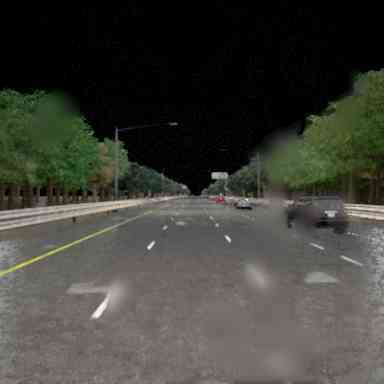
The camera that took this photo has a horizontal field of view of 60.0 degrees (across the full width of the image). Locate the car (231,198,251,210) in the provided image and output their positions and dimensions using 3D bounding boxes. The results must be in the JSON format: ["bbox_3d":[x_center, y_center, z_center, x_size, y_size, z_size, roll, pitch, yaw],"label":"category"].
[{"bbox_3d":[7.106,1.820,47.155,1.994,1.385,4.181,0,0,0],"label":"car"}]

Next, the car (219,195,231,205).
[{"bbox_3d":[7.217,1.902,66.337,2.128,1.511,4.902,0,0,0],"label":"car"}]

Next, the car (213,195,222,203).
[{"bbox_3d":[7.378,1.804,86.405,2.150,2.045,5.566,0,0,1],"label":"car"}]

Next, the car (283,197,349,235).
[{"bbox_3d":[7.013,1.274,19.397,2.150,2.045,5.566,0,0,0],"label":"car"}]
